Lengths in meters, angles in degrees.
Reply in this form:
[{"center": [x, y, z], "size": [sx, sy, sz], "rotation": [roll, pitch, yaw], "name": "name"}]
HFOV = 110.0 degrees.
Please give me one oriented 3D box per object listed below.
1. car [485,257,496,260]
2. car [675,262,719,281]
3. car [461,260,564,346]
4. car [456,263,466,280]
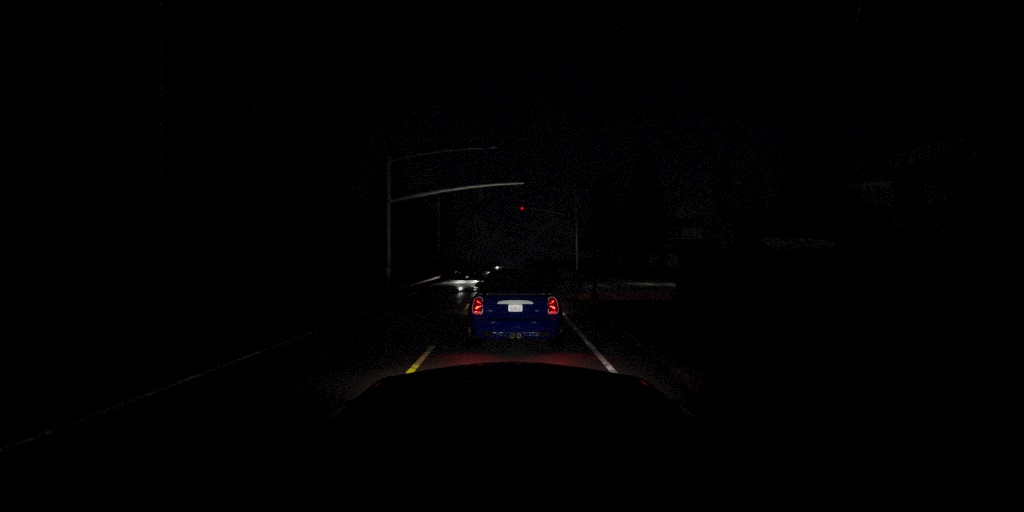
[{"center": [-3.599, 1.228, 47.803], "size": [1.882, 1.535, 5.008], "rotation": [0, 0, 0], "name": "car"}, {"center": [14.864, 1.259, 27.095], "size": [4.553, 1.767, 2.097], "rotation": [0, 0, 5], "name": "car"}, {"center": [0.078, 1.102, 9.560], "size": [2.097, 1.767, 4.553], "rotation": [0, 0, 0], "name": "car"}, {"center": [-3.601, 1.298, 31.367], "size": [2.033, 1.411, 5.357], "rotation": [0, 0, 0], "name": "car"}]
